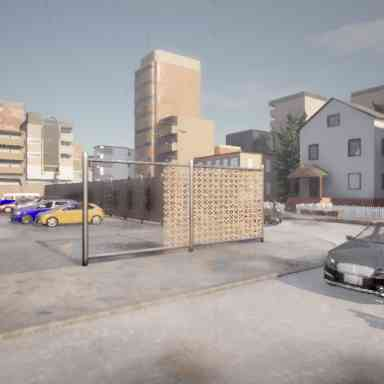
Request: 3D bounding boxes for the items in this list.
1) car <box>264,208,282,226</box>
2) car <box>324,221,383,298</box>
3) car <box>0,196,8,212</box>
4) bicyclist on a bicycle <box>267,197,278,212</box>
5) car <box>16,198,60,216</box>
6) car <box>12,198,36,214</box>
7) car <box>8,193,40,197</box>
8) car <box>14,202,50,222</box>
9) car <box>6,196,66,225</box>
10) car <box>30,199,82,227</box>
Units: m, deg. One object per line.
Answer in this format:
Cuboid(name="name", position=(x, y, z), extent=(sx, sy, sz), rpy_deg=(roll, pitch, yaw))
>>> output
Cuboid(name="car", position=(3.900, 1.474, 22.910), extent=(1.882, 1.535, 5.008), rpy_deg=(0, 0, -36))
Cuboid(name="car", position=(5.171, 1.489, 8.183), extent=(4.902, 1.511, 2.128), rpy_deg=(0, 0, -38))
Cuboid(name="car", position=(-17.873, 1.473, 35.595), extent=(5.357, 1.415, 2.033), rpy_deg=(0, 0, -36))
Cuboid(name="bicyclist on a bicycle", position=(7.743, 1.344, 31.975), extent=(1.656, 1.620, 0.582), rpy_deg=(0, 0, -36))
Cuboid(name="car", position=(-14.816, 1.411, 32.028), extent=(3.633, 1.501, 1.845), rpy_deg=(0, 0, -36))
Cuboid(name="car", position=(-17.871, 1.401, 35.317), extent=(1.789, 1.547, 3.705), rpy_deg=(0, 0, -36))
Cuboid(name="car", position=(-12.595, 1.241, 27.326), extent=(3.866, 1.878, 1.905), rpy_deg=(0, 0, -36))
Cuboid(name="car", position=(-12.041, 1.451, 25.065), extent=(2.207, 1.379, 1.481), rpy_deg=(0, 0, -36))
Cuboid(name="car", position=(-10.305, 1.347, 23.688), extent=(4.611, 1.667, 2.242), rpy_deg=(0, 0, -36))
Cuboid(name="car", position=(-7.861, 1.415, 21.537), extent=(4.193, 1.474, 1.816), rpy_deg=(0, 0, -36))
